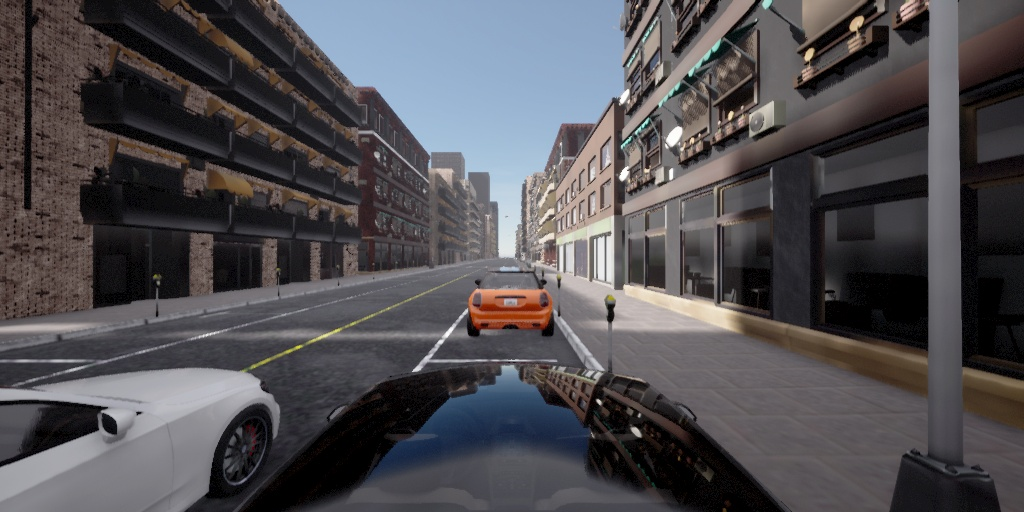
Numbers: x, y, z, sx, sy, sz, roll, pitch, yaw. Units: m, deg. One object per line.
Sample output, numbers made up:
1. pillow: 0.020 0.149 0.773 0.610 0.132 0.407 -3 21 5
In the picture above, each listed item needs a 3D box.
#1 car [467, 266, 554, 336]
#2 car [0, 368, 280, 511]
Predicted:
1. car: -0.032 1.093 10.469 2.097 1.767 4.553 0 0 0
2. car: -3.145 1.269 1.499 1.812 1.442 4.674 0 0 0
